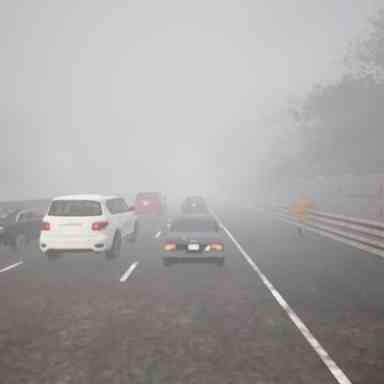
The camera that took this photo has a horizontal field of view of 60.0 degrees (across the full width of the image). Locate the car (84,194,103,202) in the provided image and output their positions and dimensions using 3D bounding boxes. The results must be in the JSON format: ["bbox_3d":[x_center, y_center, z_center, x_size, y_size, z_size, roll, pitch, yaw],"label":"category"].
[{"bbox_3d":[-17.209,1.076,58.544,1.895,1.301,4.718,0,0,1],"label":"car"}]

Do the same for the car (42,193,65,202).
[{"bbox_3d":[-24.206,0.955,58.342,1.882,1.535,5.008,0,1,1],"label":"car"}]

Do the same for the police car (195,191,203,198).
[{"bbox_3d":[1.689,0.704,83.941,1.930,1.638,5.238,0,0,0],"label":"police car"}]

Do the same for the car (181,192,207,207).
[{"bbox_3d":[0.202,1.083,28.088,2.097,1.767,4.553,0,0,1],"label":"car"}]

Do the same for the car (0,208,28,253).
[{"bbox_3d":[-6.882,1.361,13.108,2.128,1.511,4.902,0,0,1],"label":"car"}]

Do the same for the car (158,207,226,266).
[{"bbox_3d":[0.083,1.437,11.036,2.033,1.411,5.357,0,1,1],"label":"car"}]

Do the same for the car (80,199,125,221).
[{"bbox_3d":[-6.834,1.298,26.053,2.033,1.411,5.357,0,1,1],"label":"car"}]

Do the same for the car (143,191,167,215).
[{"bbox_3d":[-3.318,0.965,26.998,2.150,2.045,5.566,0,1,1],"label":"car"}]

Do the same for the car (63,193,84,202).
[{"bbox_3d":[-20.708,0.954,58.407,1.882,1.535,5.008,0,1,1],"label":"car"}]

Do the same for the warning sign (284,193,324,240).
[{"bbox_3d":[4.626,0.978,13.813,1.300,1.860,1.060,0,0,0],"label":"warning sign"}]

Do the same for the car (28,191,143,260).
[{"bbox_3d":[-3.399,1.102,12.082,2.150,2.045,5.566,0,1,1],"label":"car"}]
